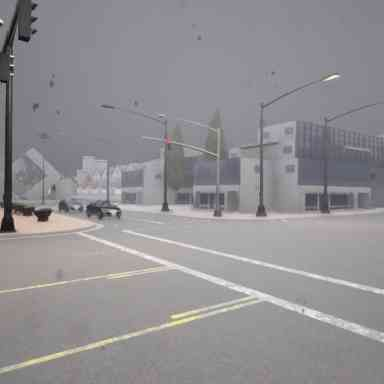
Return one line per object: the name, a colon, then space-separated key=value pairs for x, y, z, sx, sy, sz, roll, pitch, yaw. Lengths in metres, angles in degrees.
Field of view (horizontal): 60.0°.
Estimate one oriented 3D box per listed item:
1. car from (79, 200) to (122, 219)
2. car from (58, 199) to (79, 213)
car: x=-7.743 y=1.501 z=28.912 sx=2.128 sy=1.511 sz=4.902 roll=1 pitch=0 yaw=-35
car: x=-13.652 y=1.498 z=37.381 sx=2.128 sy=1.511 sz=4.902 roll=1 pitch=0 yaw=-35
